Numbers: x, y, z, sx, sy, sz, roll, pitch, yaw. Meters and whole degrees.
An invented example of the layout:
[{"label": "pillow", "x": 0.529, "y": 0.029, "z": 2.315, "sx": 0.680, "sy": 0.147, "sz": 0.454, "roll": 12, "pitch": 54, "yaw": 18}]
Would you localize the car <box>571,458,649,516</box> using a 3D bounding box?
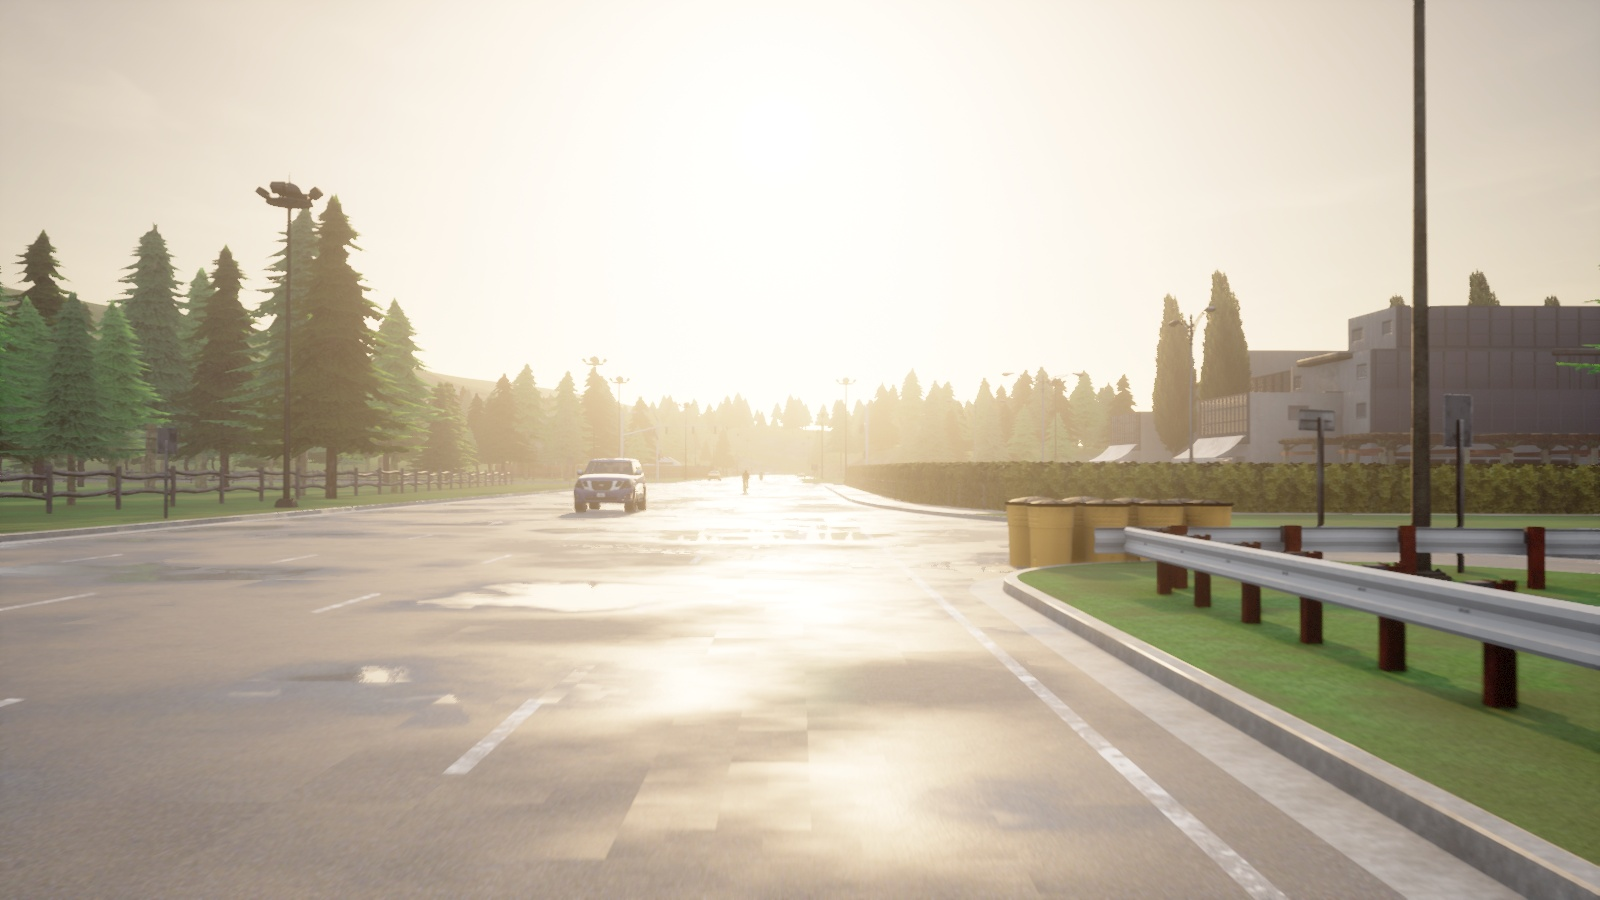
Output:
[{"label": "car", "x": -7.112, "y": 1.359, "z": 47.601, "sx": 2.150, "sy": 2.045, "sz": 5.566, "roll": 0, "pitch": -1, "yaw": 0}]
